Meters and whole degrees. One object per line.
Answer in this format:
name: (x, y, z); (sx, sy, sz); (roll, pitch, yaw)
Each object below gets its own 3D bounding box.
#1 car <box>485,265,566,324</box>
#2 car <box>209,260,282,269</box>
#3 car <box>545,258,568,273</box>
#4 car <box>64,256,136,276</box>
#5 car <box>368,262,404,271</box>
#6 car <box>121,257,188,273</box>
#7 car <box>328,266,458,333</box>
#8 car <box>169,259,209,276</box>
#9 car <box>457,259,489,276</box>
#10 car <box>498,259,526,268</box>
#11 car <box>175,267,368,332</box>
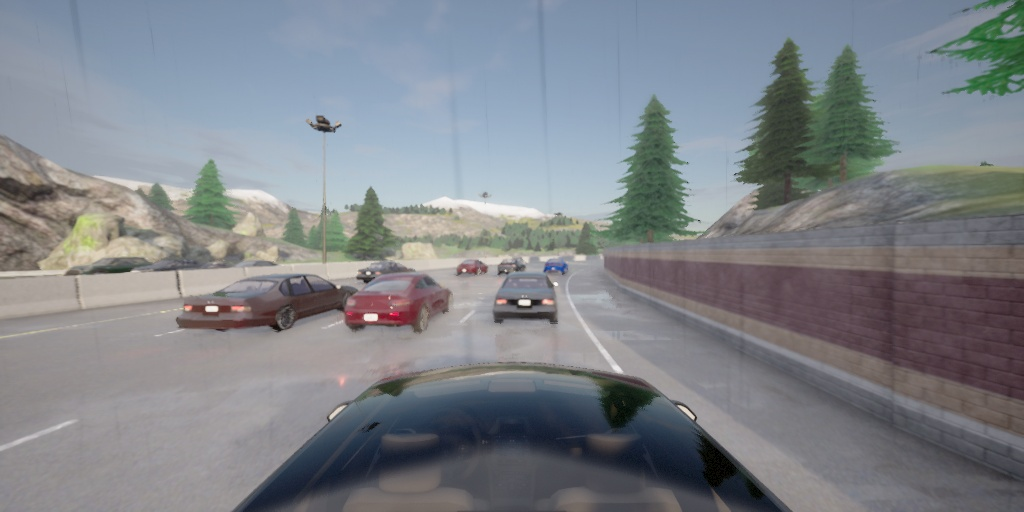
car: (0.518, 1.210, 11.622); (2.033, 1.411, 5.357); (0, 1, 5)
car: (-18.988, 1.048, 26.304); (1.812, 1.442, 4.674); (0, 0, 9)
car: (4.249, 0.943, 34.036); (1.882, 1.535, 5.008); (0, 1, 14)
car: (-29.568, 0.864, 26.562); (2.097, 1.767, 4.553); (0, 1, 9)
car: (-8.459, 1.090, 24.627); (2.033, 1.411, 5.357); (0, 1, 9)
car: (-25.891, 1.000, 27.456); (2.128, 1.511, 4.902); (0, 0, 9)
car: (-3.035, 1.197, 10.360); (1.812, 1.442, 4.674); (0, 1, 3)
car: (-22.396, 1.112, 27.164); (1.895, 1.301, 4.718); (0, 0, 9)
car: (-3.445, 1.006, 31.916); (1.812, 1.442, 4.674); (0, 1, 12)
car: (0.068, 0.977, 31.593); (2.128, 1.511, 4.902); (0, 1, 13)
car: (-6.564, 1.215, 10.549); (2.033, 1.411, 5.357); (0, 1, 4)
